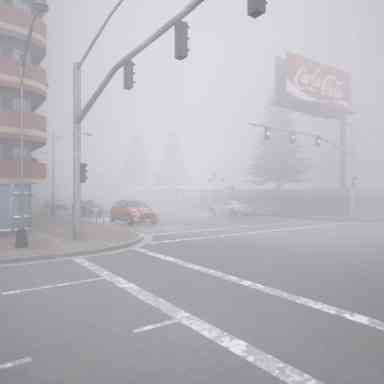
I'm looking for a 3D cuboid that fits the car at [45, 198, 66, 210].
[{"bbox_3d":[-17.089,1.478,41.736,1.882,1.535,5.008,0,0,-36],"label":"car"}]

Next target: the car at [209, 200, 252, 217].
[{"bbox_3d":[3.600,1.525,31.379,1.812,1.442,4.674,0,0,-36],"label":"car"}]

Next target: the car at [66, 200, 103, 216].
[{"bbox_3d":[-10.161,1.491,32.139,2.128,1.511,4.902,0,0,-36],"label":"car"}]

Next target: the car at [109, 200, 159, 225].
[{"bbox_3d":[-4.234,1.352,23.949,2.097,1.767,4.553,0,0,-36],"label":"car"}]
